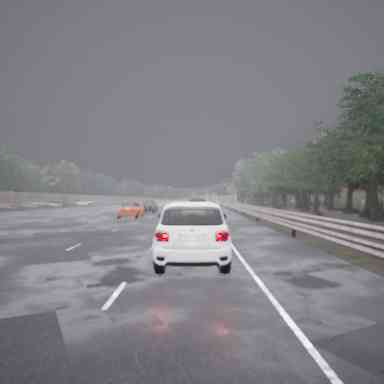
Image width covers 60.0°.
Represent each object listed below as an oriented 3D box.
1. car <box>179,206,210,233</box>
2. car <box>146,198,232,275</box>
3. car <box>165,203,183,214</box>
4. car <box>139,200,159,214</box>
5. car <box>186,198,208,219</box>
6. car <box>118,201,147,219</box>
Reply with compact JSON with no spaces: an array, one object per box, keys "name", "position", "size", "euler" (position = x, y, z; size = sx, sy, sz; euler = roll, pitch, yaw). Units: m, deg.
[{"name":"car","position":[0.190,1.740,22.340],"size":[1.882,1.535,5.008],"euler":[0,-1,1]},{"name":"car","position":[0.013,1.346,11.050],"size":[2.150,2.045,5.566],"euler":[0,-1,0]},{"name":"car","position":[-2.423,2.223,45.500],"size":[2.033,1.411,5.357],"euler":[0,-1,2]},{"name":"car","position":[-5.906,2.041,46.117],"size":[2.097,1.767,4.553],"euler":[0,-1,2]},{"name":"car","position":[0.604,1.684,35.095],"size":[2.150,2.045,5.566],"euler":[0,-1,2]},{"name":"car","position":[-6.302,1.836,35.039],"size":[2.097,1.767,4.553],"euler":[0,-1,2]}]
